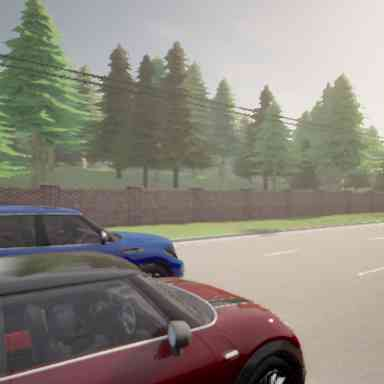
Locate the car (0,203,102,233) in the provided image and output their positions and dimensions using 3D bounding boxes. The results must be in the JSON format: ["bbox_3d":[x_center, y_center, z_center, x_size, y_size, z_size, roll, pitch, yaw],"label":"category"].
[{"bbox_3d":[-2.800,1.233,6.047,5.566,2.045,2.150,0,0,-35],"label":"car"}]

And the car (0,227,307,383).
[{"bbox_3d":[-1.014,1.358,3.022,4.553,1.767,2.097,1,0,-35],"label":"car"}]

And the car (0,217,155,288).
[{"bbox_3d":[-3.430,1.588,9.896,4.181,1.385,1.994,1,0,-35],"label":"car"}]
